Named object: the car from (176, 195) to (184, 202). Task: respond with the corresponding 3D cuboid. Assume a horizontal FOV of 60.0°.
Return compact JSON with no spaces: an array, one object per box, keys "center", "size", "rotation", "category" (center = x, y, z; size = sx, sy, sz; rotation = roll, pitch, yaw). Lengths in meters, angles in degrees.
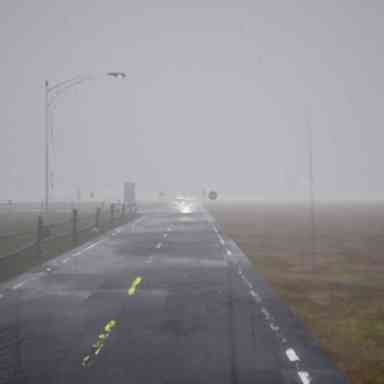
[{"center":[-2.762,1.514,77.710],"size":[1.882,1.535,5.008],"rotation":[0,0,0],"category":"car"}]
